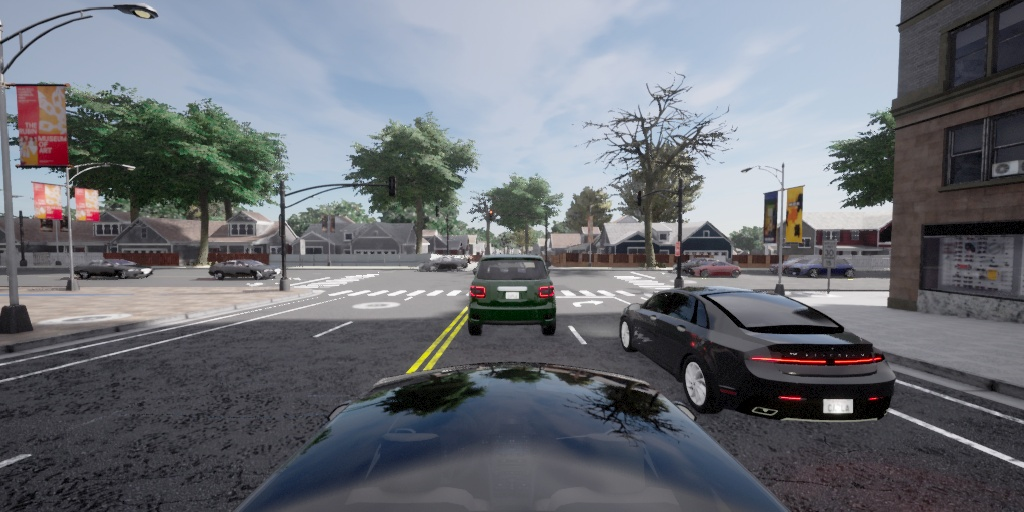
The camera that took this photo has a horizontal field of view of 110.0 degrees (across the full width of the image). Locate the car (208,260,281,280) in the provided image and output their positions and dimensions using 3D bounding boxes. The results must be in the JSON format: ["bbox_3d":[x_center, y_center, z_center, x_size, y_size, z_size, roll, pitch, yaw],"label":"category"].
[{"bbox_3d":[-20.534,1.035,27.683,4.902,1.511,2.128,0,2,-2],"label":"car"}]

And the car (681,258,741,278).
[{"bbox_3d":[17.331,1.110,30.945,4.181,1.385,1.994,0,2,0],"label":"car"}]

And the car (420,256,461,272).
[{"bbox_3d":[-6.820,0.791,36.114,4.902,1.511,2.128,1,2,-38],"label":"car"}]

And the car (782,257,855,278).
[{"bbox_3d":[26.593,0.942,30.892,4.553,1.767,2.097,0,2,0],"label":"car"}]

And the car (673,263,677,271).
[{"bbox_3d":[17.944,0.915,34.190,4.902,1.511,2.128,0,2,1],"label":"car"}]

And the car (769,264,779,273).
[{"bbox_3d":[27.144,0.994,34.147,4.674,1.442,1.812,0,2,0],"label":"car"}]

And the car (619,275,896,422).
[{"bbox_3d":[3.259,1.251,6.000,1.837,1.490,4.892,0,0,0],"label":"car"}]

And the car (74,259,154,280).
[{"bbox_3d":[-30.708,1.006,27.748,4.902,1.511,2.128,0,2,0],"label":"car"}]

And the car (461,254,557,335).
[{"bbox_3d":[-0.011,0.968,10.615,2.150,2.045,5.566,0,0,0],"label":"car"}]

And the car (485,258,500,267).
[{"bbox_3d":[-2.897,0.903,54.199,1.895,1.301,4.718,0,0,1],"label":"car"}]
